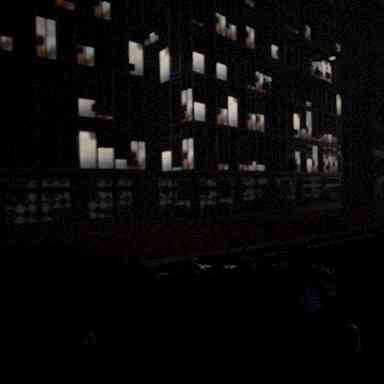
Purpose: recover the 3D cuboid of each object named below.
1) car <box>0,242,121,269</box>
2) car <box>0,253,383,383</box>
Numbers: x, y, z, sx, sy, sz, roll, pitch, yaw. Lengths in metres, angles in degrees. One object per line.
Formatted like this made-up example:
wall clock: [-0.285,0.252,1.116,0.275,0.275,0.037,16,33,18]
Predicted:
car: [-3.016,1.604,5.585,4.718,1.301,1.895,0,0,-36]
car: [0.313,1.538,3.975,5.357,1.411,2.033,0,0,-36]
